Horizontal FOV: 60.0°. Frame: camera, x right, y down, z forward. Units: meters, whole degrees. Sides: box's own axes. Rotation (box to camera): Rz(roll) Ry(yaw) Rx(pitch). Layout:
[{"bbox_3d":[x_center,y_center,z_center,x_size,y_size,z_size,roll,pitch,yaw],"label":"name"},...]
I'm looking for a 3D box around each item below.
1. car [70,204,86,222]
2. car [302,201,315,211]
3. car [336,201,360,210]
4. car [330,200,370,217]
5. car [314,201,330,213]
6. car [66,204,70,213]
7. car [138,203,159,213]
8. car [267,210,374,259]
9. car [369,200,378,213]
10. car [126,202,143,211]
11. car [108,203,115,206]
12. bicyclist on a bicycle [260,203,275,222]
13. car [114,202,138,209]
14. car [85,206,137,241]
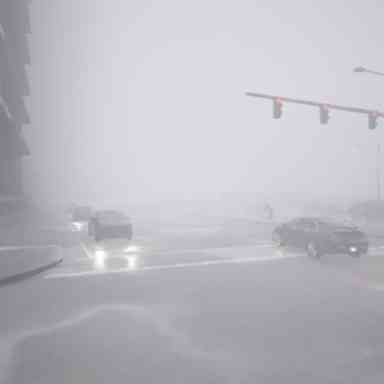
[{"bbox_3d":[-10.568,2.123,32.675,1.994,1.385,4.181,0,-1,-23],"label":"car"},{"bbox_3d":[18.136,2.028,47.916,4.605,1.855,1.932,0,-1,-23],"label":"car"},{"bbox_3d":[28.841,2.478,61.532,3.905,1.438,1.784,0,-1,-23],"label":"car"},{"bbox_3d":[20.331,2.177,42.784,3.806,1.475,1.970,0,-1,-23],"label":"car"},{"bbox_3d":[19.216,2.194,45.456,3.905,1.438,1.784,0,-1,-23],"label":"car"},{"bbox_3d":[-18.023,2.473,50.433,2.033,1.411,5.357,0,-1,-23],"label":"car"},{"bbox_3d":[-6.368,2.433,49.990,1.994,1.385,4.181,0,-1,-23],"label":"car"},{"bbox_3d":[5.040,1.728,13.742,1.837,1.490,4.892,2,-1,-11],"label":"car"},{"bbox_3d":[29.897,2.219,58.838,4.605,1.855,1.932,0,-1,-23],"label":"car"},{"bbox_3d":[-10.321,2.513,59.149,1.882,1.535,5.008,0,-1,-23],"label":"car"},{"bbox_3d":[-13.553,2.614,57.804,1.895,1.301,4.718,0,-1,-23],"label":"car"},{"bbox_3d":[6.648,1.792,29.206,1.656,1.620,0.582,0,-1,-23],"label":"bicyclist on a bicycle"},{"bbox_3d":[-9.760,2.454,49.027,1.895,1.301,4.718,0,-1,-22],"label":"car"},{"bbox_3d":[-4.693,1.786,18.861,1.882,1.535,5.008,0,-1,-23],"label":"car"}]
